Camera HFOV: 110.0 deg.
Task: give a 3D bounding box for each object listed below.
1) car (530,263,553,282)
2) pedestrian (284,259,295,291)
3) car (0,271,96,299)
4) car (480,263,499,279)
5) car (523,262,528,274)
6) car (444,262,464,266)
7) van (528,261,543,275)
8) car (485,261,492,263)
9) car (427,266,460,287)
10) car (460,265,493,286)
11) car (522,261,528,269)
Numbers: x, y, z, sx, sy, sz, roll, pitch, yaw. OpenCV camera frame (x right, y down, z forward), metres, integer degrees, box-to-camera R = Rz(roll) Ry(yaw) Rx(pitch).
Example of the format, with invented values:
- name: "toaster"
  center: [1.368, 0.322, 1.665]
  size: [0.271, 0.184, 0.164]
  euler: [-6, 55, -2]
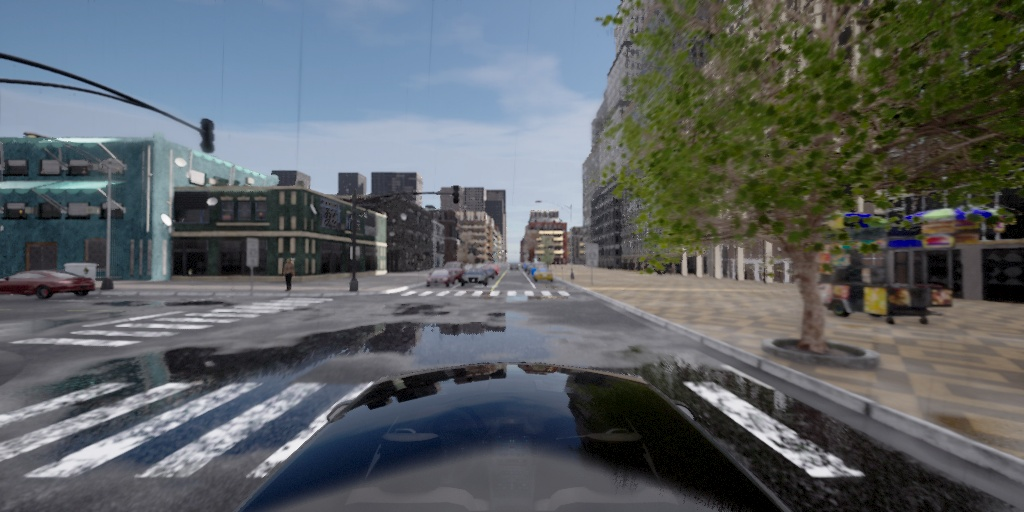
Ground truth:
- name: "car"
  center: [2.910, 1.680, 33.880]
  size: [1.751, 1.417, 4.829]
  euler: [0, 0, 0]
- name: "pedestrian"
  center: [-12.621, 1.052, 20.278]
  size: [0.375, 1.860, 0.375]
  euler: [0, -2, 0]
- name: "car"
  center: [-22.710, 1.337, 17.239]
  size: [4.207, 1.307, 1.802]
  euler: [0, 0, 0]
- name: "car"
  center: [-2.847, 1.800, 39.076]
  size: [1.994, 1.385, 4.181]
  euler: [0, -1, 1]
- name: "car"
  center: [3.016, 1.920, 50.362]
  size: [2.007, 1.370, 4.403]
  euler: [0, 0, 0]
- name: "car"
  center: [-5.472, 1.488, 33.762]
  size: [2.192, 1.841, 5.009]
  euler: [0, 0, 0]
- name: "van"
  center: [2.945, 1.567, 39.261]
  size: [1.690, 1.789, 3.998]
  euler: [0, 0, 0]
- name: "car"
  center: [-2.774, 1.844, 49.128]
  size: [1.882, 1.535, 5.008]
  euler: [0, -1, 1]
- name: "car"
  center: [-5.507, 1.684, 28.211]
  size: [1.802, 1.307, 4.207]
  euler: [0, 0, 0]
- name: "car"
  center: [-2.913, 1.671, 29.028]
  size: [1.994, 1.385, 4.181]
  euler: [0, -1, 0]
- name: "car"
  center: [3.088, 2.078, 61.463]
  size: [1.948, 1.339, 4.313]
  euler: [0, 0, 0]
